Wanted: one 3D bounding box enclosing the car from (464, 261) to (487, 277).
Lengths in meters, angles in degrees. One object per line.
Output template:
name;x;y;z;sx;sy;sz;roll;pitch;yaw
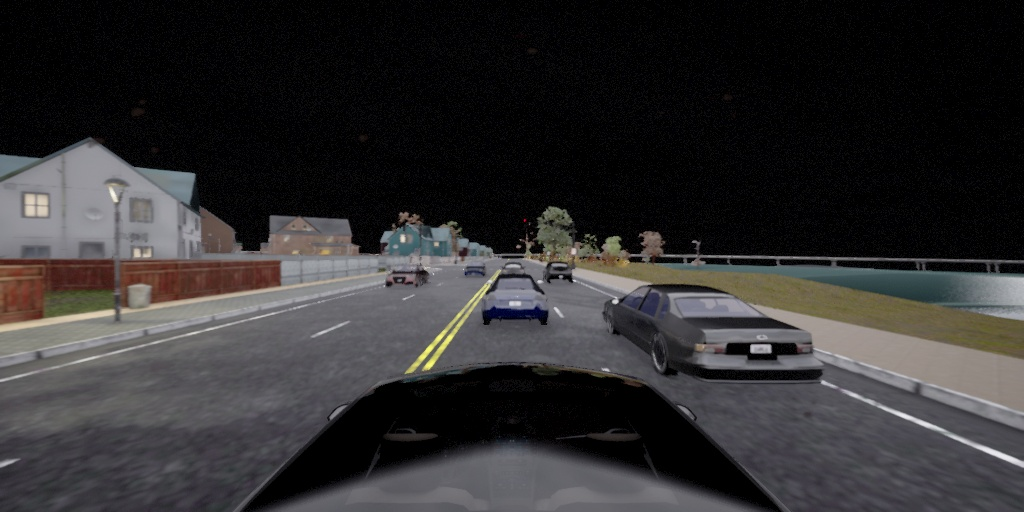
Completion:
car;-3.332;1.195;33.799;2.033;1.411;5.357;0;0;0

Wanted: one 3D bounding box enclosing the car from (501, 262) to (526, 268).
car;0.094;1.192;27.498;1.812;1.442;4.674;0;0;0

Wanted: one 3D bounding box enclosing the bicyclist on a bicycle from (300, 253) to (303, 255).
bicyclist on a bicycle;-29.612;0.394;50.482;0.582;1.620;1.656;1;0;-35

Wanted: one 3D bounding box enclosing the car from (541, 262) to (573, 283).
car;3.344;1.173;26.842;1.837;1.490;4.892;0;0;0

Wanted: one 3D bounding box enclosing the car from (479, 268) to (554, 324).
car;0.093;1.278;11.882;1.994;1.385;4.181;0;0;0

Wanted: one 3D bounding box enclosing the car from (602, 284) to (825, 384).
car;3.335;1.278;7.307;2.033;1.411;5.357;0;0;0

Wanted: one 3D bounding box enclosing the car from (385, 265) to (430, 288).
car;-6.597;1.244;23.028;1.994;1.385;4.181;0;0;0
